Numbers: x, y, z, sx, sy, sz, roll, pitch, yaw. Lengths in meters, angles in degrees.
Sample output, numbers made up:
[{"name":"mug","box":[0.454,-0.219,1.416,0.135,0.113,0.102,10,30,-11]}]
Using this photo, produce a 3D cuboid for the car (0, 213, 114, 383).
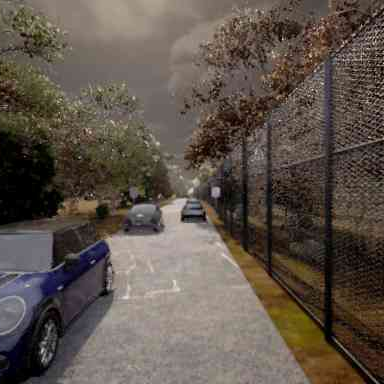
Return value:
[{"name":"car","box":[-2.799,1.334,5.518,2.097,1.767,4.553,0,0,0]}]

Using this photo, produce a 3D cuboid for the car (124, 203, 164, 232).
[{"name":"car","box":[-2.757,1.447,19.778,1.837,1.490,4.892,0,0,1]}]

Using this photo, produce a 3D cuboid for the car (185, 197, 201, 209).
[{"name":"car","box":[0.131,1.435,43.216,1.994,1.385,4.181,0,0,0]}]

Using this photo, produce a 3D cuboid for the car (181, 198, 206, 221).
[{"name":"car","box":[0.113,1.485,26.781,1.994,1.385,4.181,0,0,0]}]
